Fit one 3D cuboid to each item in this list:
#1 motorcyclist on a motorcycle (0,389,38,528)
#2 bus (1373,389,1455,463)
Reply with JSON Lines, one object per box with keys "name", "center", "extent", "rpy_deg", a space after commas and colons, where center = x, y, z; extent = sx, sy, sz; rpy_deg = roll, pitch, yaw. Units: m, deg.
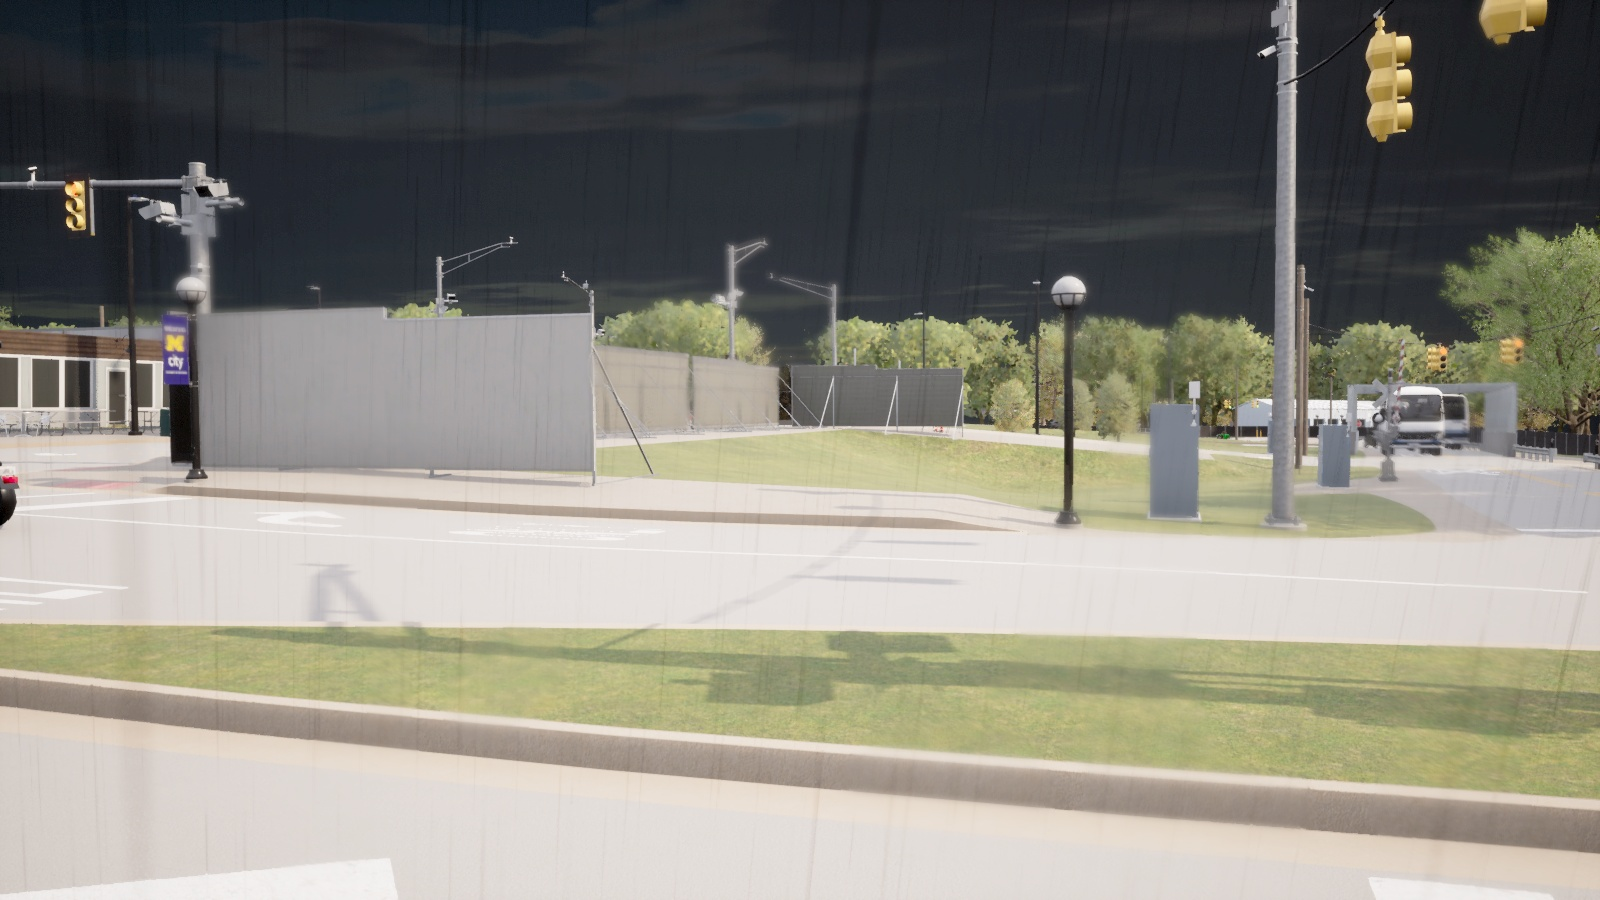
{"name": "motorcyclist on a motorcycle", "center": [-10.607, 0.053, 15.367], "extent": [2.350, 1.649, 0.766], "rpy_deg": [2, 2, 15]}
{"name": "bus", "center": [37.968, -1.471, 78.011], "extent": [3.944, 4.253, 10.273], "rpy_deg": [1, 1, 23]}
